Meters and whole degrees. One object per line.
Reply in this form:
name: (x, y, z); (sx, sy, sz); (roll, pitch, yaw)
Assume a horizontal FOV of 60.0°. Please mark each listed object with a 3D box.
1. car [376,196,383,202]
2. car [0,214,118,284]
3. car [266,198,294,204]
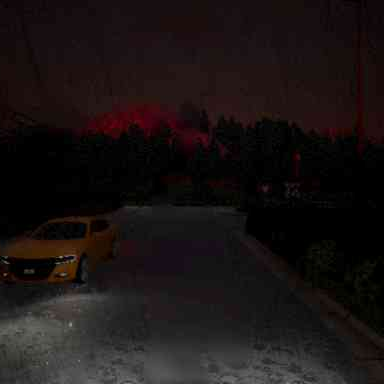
car: (28.384, 1.349, 46.676); (4.553, 1.767, 2.097); (0, 0, 3)
car: (-3.544, 1.476, 9.791); (1.882, 1.535, 5.008); (0, 0, 0)
car: (12.409, 1.521, 46.915); (4.674, 1.442, 1.812); (0, 0, 1)
